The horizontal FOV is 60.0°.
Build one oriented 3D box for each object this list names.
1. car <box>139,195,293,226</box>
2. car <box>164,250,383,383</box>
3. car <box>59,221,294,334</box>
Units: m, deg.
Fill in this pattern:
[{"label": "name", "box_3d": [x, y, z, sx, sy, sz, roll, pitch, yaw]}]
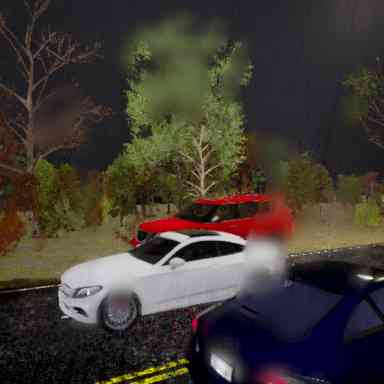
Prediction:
[{"label": "car", "box_3d": [0.852, 1.177, 11.000, 5.566, 2.045, 2.150, -2, 3, -29]}, {"label": "car", "box_3d": [2.018, 1.571, 4.031, 4.181, 1.385, 1.994, 0, 0, -29]}, {"label": "car", "box_3d": [-0.196, 1.541, 6.793, 4.674, 1.442, 1.812, 0, 0, -28]}]
